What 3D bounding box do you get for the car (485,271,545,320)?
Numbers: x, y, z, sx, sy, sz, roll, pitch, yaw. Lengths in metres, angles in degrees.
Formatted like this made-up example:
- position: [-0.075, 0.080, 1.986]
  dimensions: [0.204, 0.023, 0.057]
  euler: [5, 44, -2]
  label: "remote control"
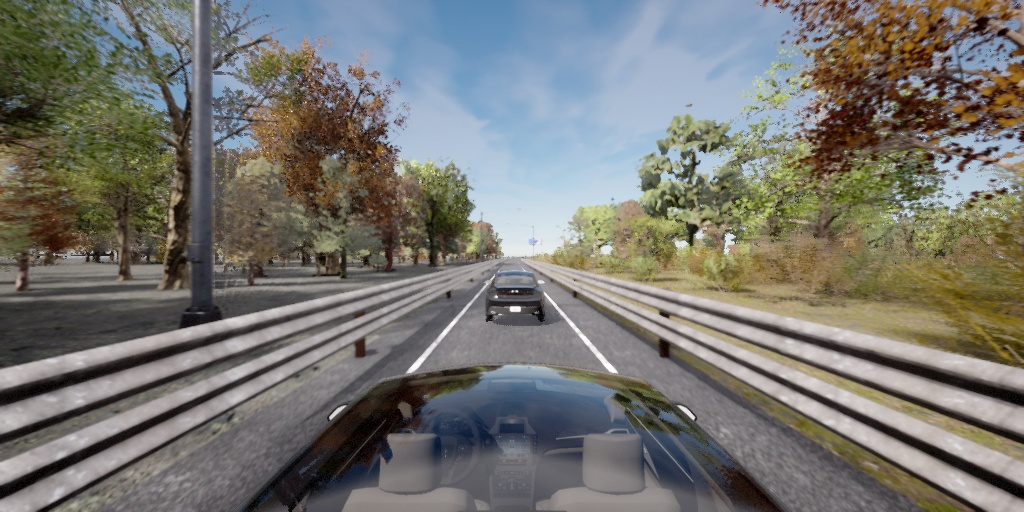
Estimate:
- position: [0.097, 1.257, 12.558]
  dimensions: [1.837, 1.490, 4.892]
  euler: [0, 0, 0]
  label: "car"
